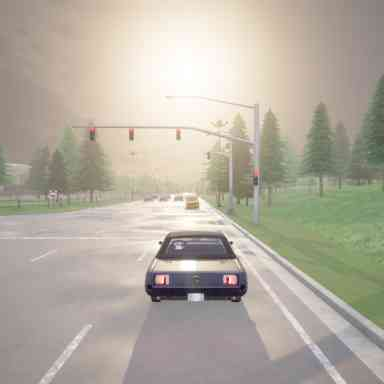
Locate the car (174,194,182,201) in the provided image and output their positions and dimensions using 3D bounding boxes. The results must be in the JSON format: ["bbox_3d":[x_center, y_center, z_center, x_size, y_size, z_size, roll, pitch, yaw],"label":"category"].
[{"bbox_3d":[-3.356,1.545,80.901,1.994,1.385,4.181,0,0,0],"label":"car"}]

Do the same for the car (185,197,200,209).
[{"bbox_3d":[0.070,1.576,49.859,2.033,1.411,5.357,-1,1,0],"label":"car"}]

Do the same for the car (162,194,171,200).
[{"bbox_3d":[-6.838,1.372,90.911,2.033,1.411,5.357,0,0,0],"label":"car"}]

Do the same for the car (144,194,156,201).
[{"bbox_3d":[-10.357,1.531,80.497,2.033,1.411,5.357,0,0,0],"label":"car"}]

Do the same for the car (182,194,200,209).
[{"bbox_3d":[-0.036,1.074,46.418,1.882,1.535,5.008,-4,17,-2],"label":"car"}]

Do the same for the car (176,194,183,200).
[{"bbox_3d":[-3.338,1.357,90.904,1.812,1.442,4.674,0,0,0],"label":"car"}]

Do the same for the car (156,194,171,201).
[{"bbox_3d":[-6.857,1.531,80.491,2.033,1.411,5.357,0,0,0],"label":"car"}]

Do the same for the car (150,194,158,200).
[{"bbox_3d":[-10.338,1.332,90.917,1.837,1.490,4.892,0,0,0],"label":"car"}]

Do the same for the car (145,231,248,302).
[{"bbox_3d":[0.094,1.601,8.191,1.895,1.301,4.718,0,0,0],"label":"car"}]
